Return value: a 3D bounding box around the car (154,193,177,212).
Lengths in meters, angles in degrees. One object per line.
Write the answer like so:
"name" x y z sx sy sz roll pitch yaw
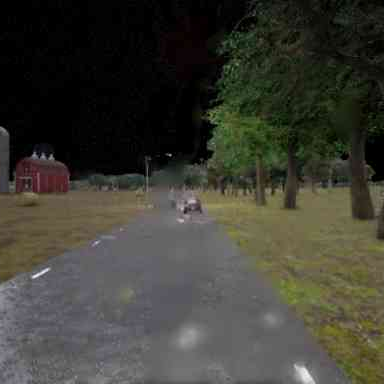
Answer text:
"car" -2.851 1.113 36.605 2.150 2.045 5.566 0 0 0

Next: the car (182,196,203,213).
"car" 0.094 1.421 35.137 1.812 1.442 4.674 0 0 0
